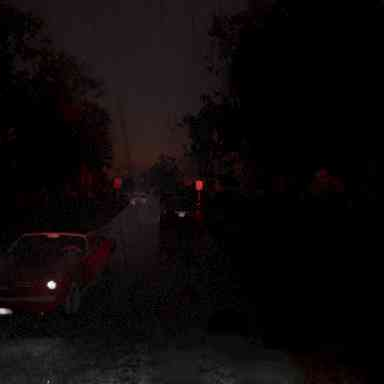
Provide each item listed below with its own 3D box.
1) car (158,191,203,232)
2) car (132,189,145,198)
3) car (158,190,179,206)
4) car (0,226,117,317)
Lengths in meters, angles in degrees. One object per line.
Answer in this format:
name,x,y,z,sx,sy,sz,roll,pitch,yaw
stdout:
car,-0.647,1.045,17.902,2.097,1.767,4.553,0,2,-4
car,-8.055,0.253,50.329,1.895,1.301,4.718,1,1,-11
car,-2.578,0.587,35.836,1.882,1.535,5.008,1,2,-8
car,-3.013,1.508,7.359,1.895,1.301,4.718,1,1,-2
